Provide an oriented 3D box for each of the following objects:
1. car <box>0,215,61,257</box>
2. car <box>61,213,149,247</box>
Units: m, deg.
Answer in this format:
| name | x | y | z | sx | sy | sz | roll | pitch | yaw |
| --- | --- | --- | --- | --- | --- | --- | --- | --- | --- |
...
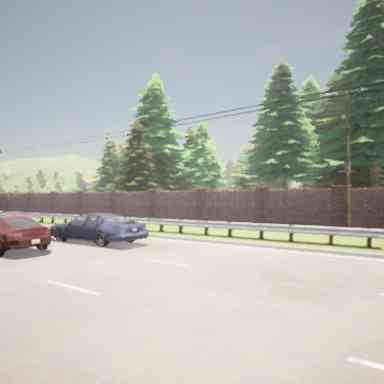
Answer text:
| name | x | y | z | sx | sy | sz | roll | pitch | yaw |
| --- | --- | --- | --- | --- | --- | --- | --- | --- | --- |
| car | -7.632 | 1.678 | 13.647 | 4.674 | 1.442 | 1.812 | 0 | 0 | 36 |
| car | -4.480 | 1.685 | 15.675 | 5.357 | 1.411 | 2.033 | -1 | 0 | 36 |
